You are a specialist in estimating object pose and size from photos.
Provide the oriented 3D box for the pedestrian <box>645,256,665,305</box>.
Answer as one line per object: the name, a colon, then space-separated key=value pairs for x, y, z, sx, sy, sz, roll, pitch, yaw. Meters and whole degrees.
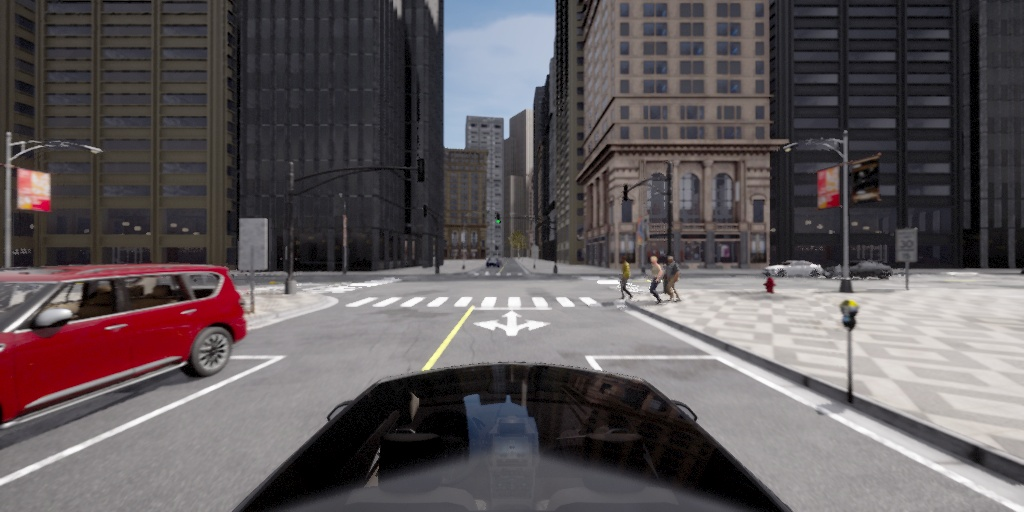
pedestrian: x=5.284 y=0.856 z=13.247 sx=0.375 sy=1.860 sz=0.375 roll=0 pitch=0 yaw=0

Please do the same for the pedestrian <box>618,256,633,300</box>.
pedestrian: x=4.588 y=0.843 z=14.447 sx=0.375 sy=1.860 sz=0.375 roll=0 pitch=0 yaw=0

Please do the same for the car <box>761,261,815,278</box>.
car: x=24.701 y=1.145 z=31.671 sx=4.674 sy=1.442 sz=1.812 roll=0 pitch=0 yaw=0

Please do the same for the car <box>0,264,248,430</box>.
car: x=-5.859 y=1.055 z=4.574 sx=2.192 sy=1.841 sz=5.009 roll=0 pitch=0 yaw=0

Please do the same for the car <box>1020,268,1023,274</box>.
car: x=48.595 y=1.120 z=31.604 sx=5.357 sy=1.411 sz=2.033 roll=0 pitch=0 yaw=0

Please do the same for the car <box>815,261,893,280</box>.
car: x=27.318 y=1.126 z=28.422 sx=4.674 sy=1.442 sz=1.812 roll=0 pitch=0 yaw=0

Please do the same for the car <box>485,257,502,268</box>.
car: x=-3.022 y=0.996 z=56.717 sx=2.097 sy=1.767 sz=4.553 roll=0 pitch=0 yaw=1

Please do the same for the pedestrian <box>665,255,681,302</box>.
pedestrian: x=6.168 y=0.852 z=13.847 sx=0.375 sy=1.860 sz=0.375 roll=0 pitch=0 yaw=0

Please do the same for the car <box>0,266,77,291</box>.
car: x=-29.574 y=1.313 z=21.671 sx=4.181 sy=1.385 sz=1.994 roll=0 pitch=0 yaw=0
